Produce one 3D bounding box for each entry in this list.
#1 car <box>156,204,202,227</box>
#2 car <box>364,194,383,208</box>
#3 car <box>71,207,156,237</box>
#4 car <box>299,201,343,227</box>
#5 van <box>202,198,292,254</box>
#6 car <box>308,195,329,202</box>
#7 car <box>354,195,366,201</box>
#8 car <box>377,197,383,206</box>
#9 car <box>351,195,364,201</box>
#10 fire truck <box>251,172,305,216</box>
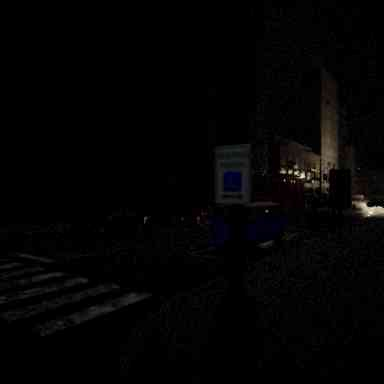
[{"bbox_3d":[-0.973,1.492,22.238,1.887,1.381,4.507,0,0,35],"label":"car"},{"bbox_3d":[25.272,1.377,45.435,1.967,1.590,4.097,0,0,35],"label":"car"},{"bbox_3d":[-4.255,1.498,17.600,2.008,1.369,4.403,0,0,35],"label":"car"},{"bbox_3d":[8.864,1.529,22.246,1.802,1.307,4.206,0,0,35],"label":"car"},{"bbox_3d":[2.301,1.287,12.972,1.690,1.788,3.998,0,0,35],"label":"van"},{"bbox_3d":[18.719,1.504,50.067,1.947,1.339,4.313,0,0,35],"label":"car"},{"bbox_3d":[41.692,1.467,82.533,2.008,1.369,4.403,0,0,35],"label":"car"},{"bbox_3d":[31.835,1.482,54.711,2.008,1.369,4.403,0,0,35],"label":"car"},{"bbox_3d":[38.410,1.502,77.895,1.802,1.307,4.206,0,0,35],"label":"car"},{"bbox_3d":[7.284,0.286,29.356,2.891,3.827,8.468,0,0,35],"label":"fire truck"}]
